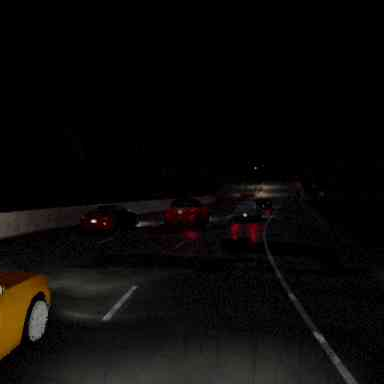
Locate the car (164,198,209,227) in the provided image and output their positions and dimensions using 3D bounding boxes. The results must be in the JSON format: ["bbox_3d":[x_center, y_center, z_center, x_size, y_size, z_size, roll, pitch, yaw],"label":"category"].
[{"bbox_3d":[-0.197,1.247,22.302,2.097,1.767,4.553,0,0,14],"label":"car"}]

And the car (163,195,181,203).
[{"bbox_3d":[-3.653,1.268,61.192,1.812,1.442,4.674,0,0,16],"label":"car"}]

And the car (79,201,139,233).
[{"bbox_3d":[-4.605,1.464,18.978,1.994,1.385,4.181,0,0,12],"label":"car"}]

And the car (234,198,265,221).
[{"bbox_3d":[4.432,1.416,26.033,1.812,1.442,4.674,0,0,16],"label":"car"}]

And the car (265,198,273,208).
[{"bbox_3d":[9.486,1.424,43.467,1.895,1.301,4.718,0,0,16],"label":"car"}]

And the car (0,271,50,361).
[{"bbox_3d":[-3.201,1.454,3.217,1.882,1.535,5.008,0,0,2],"label":"car"}]
